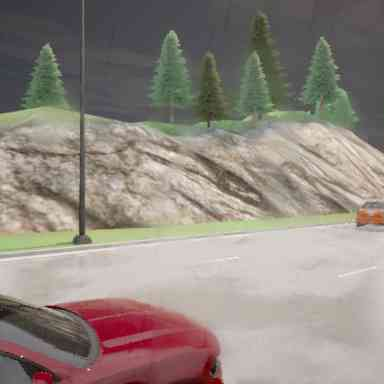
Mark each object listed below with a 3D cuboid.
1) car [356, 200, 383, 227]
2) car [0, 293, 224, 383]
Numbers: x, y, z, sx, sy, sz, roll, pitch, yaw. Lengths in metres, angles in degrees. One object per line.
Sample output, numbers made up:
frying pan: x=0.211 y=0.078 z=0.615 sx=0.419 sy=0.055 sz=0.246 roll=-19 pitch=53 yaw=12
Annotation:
car: x=12.527 y=1.353 z=21.320 sx=4.553 sy=1.767 sz=2.097 roll=0 pitch=0 yaw=-36
car: x=-1.990 y=1.478 z=2.331 sx=5.008 sy=1.535 sz=1.882 roll=0 pitch=0 yaw=-36
